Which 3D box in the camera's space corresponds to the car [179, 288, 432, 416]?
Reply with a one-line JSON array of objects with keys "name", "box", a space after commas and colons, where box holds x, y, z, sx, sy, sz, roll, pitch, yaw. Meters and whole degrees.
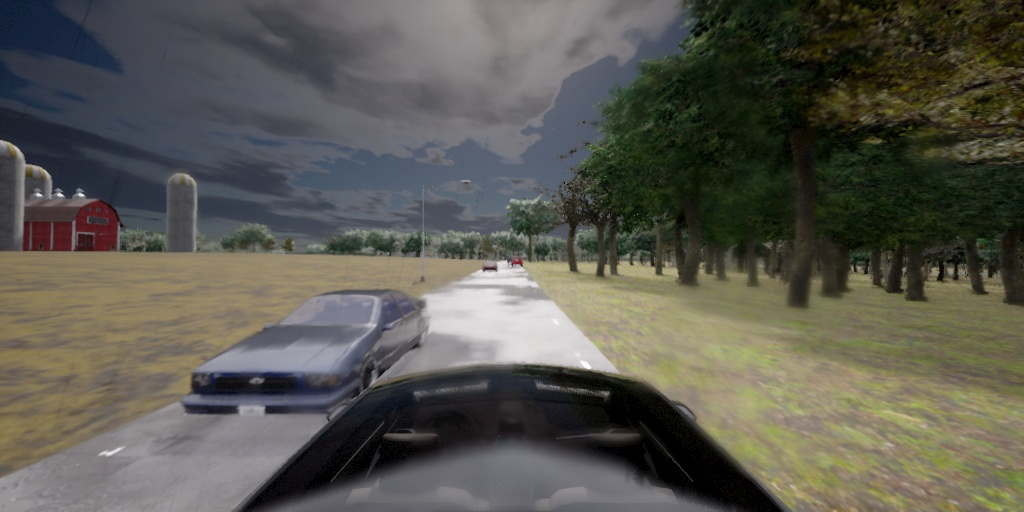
[{"name": "car", "box": [-2.854, 1.329, 6.600, 2.033, 1.411, 5.357, 0, 0, 0]}]

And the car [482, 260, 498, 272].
[{"name": "car", "box": [-2.854, 1.303, 47.181, 1.882, 1.535, 5.008, 0, 0, 0]}]
